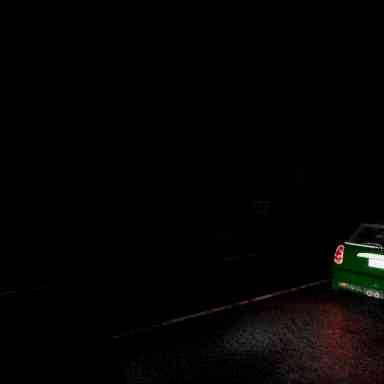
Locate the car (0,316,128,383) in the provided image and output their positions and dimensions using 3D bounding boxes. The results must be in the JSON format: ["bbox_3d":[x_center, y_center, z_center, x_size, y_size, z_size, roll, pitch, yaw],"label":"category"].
[{"bbox_3d":[-2.740,1.492,1.795,4.902,1.511,2.128,0,0,-36],"label":"car"}]

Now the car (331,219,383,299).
[{"bbox_3d":[5.177,1.352,7.425,4.553,1.767,2.097,0,0,-35],"label":"car"}]
